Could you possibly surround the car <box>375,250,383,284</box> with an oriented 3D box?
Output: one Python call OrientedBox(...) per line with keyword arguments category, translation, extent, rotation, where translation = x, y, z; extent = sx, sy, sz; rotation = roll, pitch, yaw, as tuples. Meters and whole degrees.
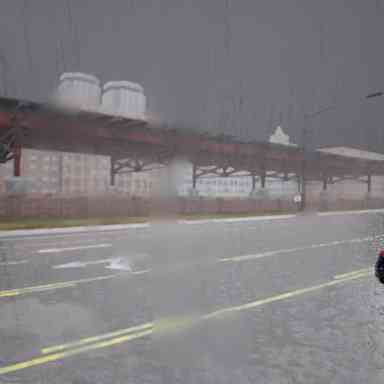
OrientedBox(category="car", translation=(6.522, 1.633, 8.450), extent=(4.181, 1.385, 1.994), rotation=(1, 0, -35))
